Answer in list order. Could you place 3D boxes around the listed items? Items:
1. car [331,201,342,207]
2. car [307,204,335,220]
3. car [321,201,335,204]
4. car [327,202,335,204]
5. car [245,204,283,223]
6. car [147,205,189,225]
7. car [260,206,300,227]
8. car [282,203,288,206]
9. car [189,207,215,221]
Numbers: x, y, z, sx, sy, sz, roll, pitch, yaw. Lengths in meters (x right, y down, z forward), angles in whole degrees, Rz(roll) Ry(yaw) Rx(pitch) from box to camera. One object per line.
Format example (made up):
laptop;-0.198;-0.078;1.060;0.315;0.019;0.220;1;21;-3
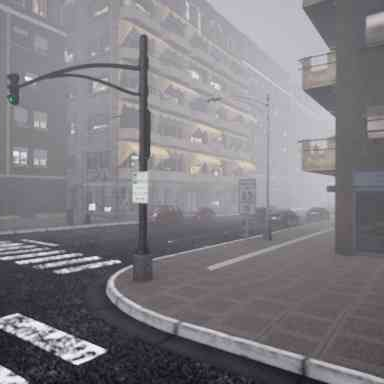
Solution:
car;36.336;3.024;83.558;1.967;1.590;4.097;-1;-1;35
car;14.052;2.297;36.851;1.947;1.339;4.313;-1;-2;35
car;29.854;2.824;74.243;1.967;1.590;4.097;-1;-1;35
car;20.625;2.459;46.312;1.752;1.417;4.829;-1;-2;35
car;6.390;2.069;30.289;1.812;1.442;4.674;0;-1;35
car;-2.487;1.823;27.618;1.967;1.590;4.097;-1;-1;35
car;7.577;2.096;27.531;1.947;1.339;4.313;-1;-2;35
car;13.603;2.406;50.777;1.752;1.417;4.829;-1;-1;35
car;0.750;2.065;32.274;1.802;1.307;4.206;-1;-1;35
